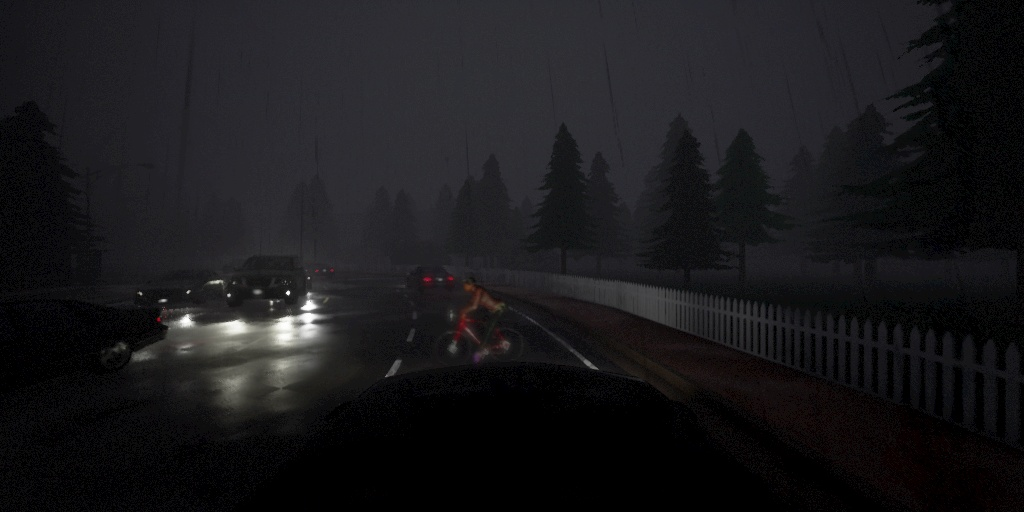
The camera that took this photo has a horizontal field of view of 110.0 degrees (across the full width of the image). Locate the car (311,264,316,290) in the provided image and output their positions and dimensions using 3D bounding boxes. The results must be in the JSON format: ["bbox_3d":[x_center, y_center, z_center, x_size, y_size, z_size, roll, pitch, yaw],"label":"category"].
[{"bbox_3d":[-13.303,1.336,21.715,1.895,1.301,4.718,0,0,-33],"label":"car"}]

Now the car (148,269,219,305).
[{"bbox_3d":[-14.264,1.288,15.846,2.033,1.411,5.357,0,0,-26],"label":"car"}]

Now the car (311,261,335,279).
[{"bbox_3d":[-17.487,1.275,31.630,5.357,1.411,2.033,0,0,43],"label":"car"}]

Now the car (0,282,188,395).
[{"bbox_3d":[-7.509,1.296,4.715,2.033,1.411,5.357,0,0,-7],"label":"car"}]

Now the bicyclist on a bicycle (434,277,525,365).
[{"bbox_3d":[-0.594,1.195,6.521,1.656,1.620,0.582,-2,0,-8],"label":"bicyclist on a bicycle"}]

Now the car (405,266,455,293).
[{"bbox_3d":[-4.911,1.282,21.008,2.033,1.411,5.357,0,0,-27],"label":"car"}]

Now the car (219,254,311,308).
[{"bbox_3d":[-10.459,0.958,15.701,2.150,2.045,5.566,0,1,-24],"label":"car"}]

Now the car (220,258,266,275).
[{"bbox_3d":[-29.428,1.075,39.221,4.553,1.767,2.097,0,0,25],"label":"car"}]
